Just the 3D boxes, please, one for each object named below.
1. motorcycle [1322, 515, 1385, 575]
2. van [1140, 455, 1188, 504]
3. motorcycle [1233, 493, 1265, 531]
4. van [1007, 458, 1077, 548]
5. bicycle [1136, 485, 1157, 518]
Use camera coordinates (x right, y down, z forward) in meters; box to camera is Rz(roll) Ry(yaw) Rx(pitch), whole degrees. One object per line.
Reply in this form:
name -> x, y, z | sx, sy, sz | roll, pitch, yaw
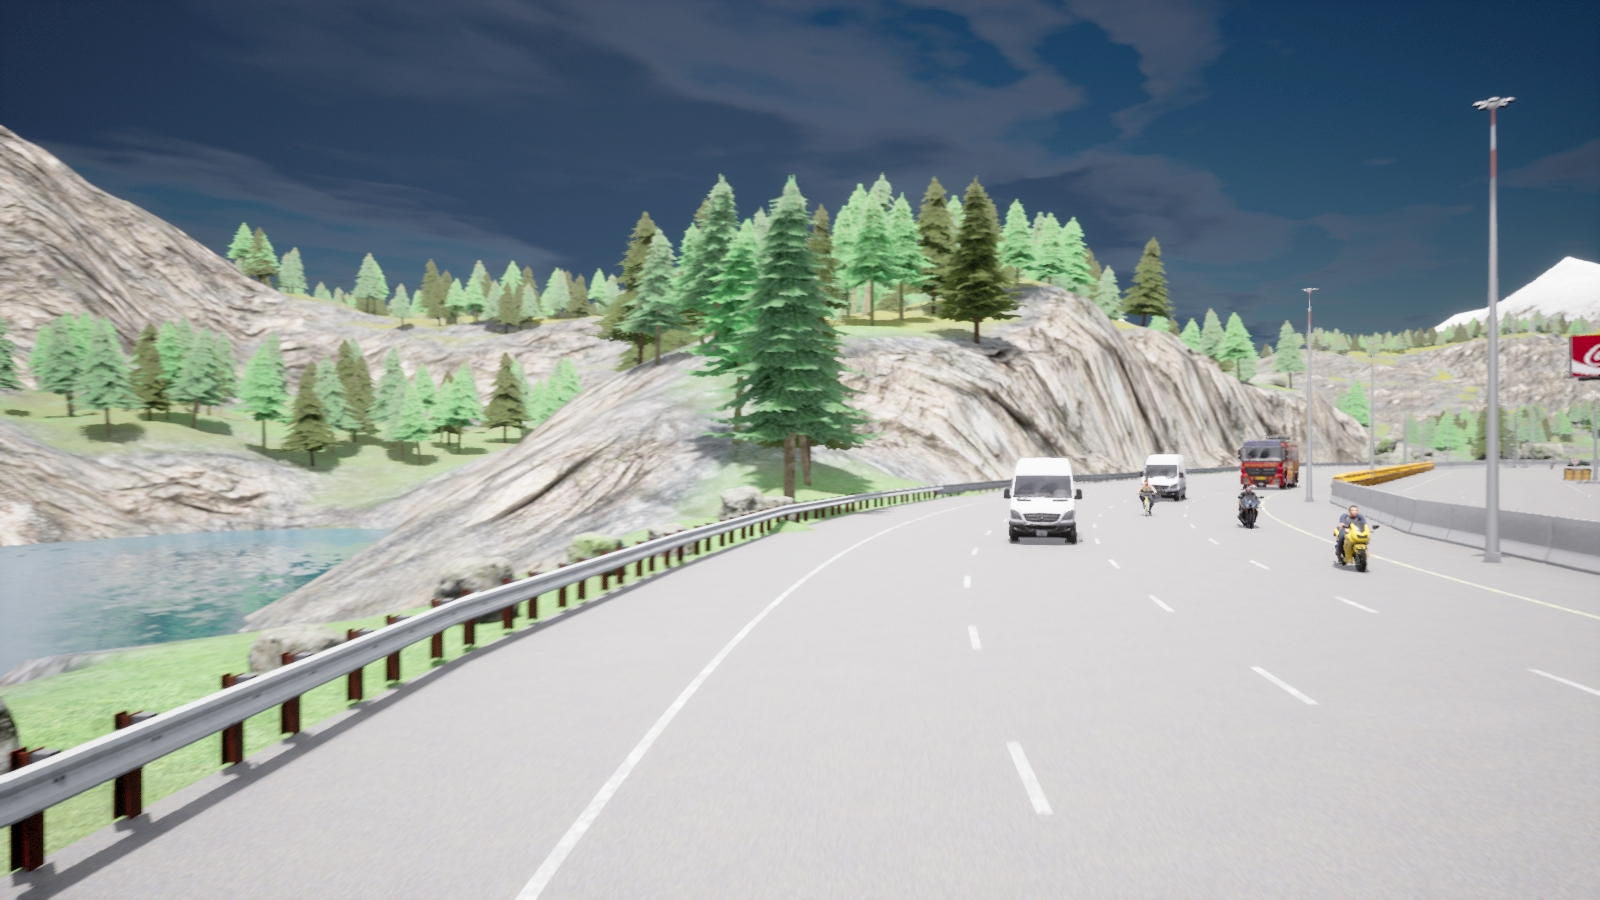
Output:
motorcycle -> 12.953, 2.199, 26.792 | 0.803, 1.217, 2.033 | 0, 0, 10
van -> 20.438, 1.568, 64.050 | 1.988, 2.561, 5.915 | 0, 0, 23
motorcycle -> 16.223, 2.233, 41.346 | 0.867, 1.251, 2.209 | 0, 0, 16
van -> 7.706, 1.547, 36.073 | 1.988, 2.561, 5.915 | 0, 0, 13
bicycle -> 14.662, 2.174, 48.323 | 0.859, 1.295, 1.487 | 0, 0, 17
